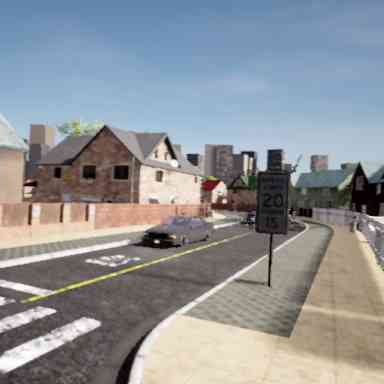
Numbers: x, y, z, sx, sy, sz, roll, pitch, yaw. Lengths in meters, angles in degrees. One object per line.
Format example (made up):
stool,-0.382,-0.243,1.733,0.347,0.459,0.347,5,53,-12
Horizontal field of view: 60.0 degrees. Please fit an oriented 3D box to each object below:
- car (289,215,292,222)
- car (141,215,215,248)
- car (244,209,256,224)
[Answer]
car,10.704,2.843,40.181,1.812,1.442,4.674,3,-1,7
car,-0.466,1.928,17.321,2.033,1.411,5.357,2,-1,25
car,6.554,2.479,34.275,2.128,1.511,4.902,3,-1,15
